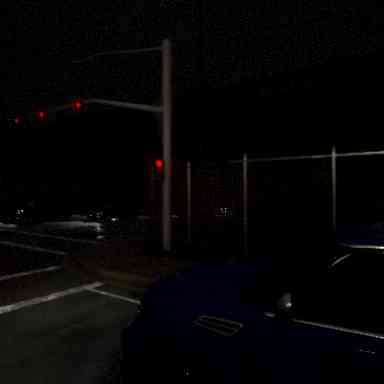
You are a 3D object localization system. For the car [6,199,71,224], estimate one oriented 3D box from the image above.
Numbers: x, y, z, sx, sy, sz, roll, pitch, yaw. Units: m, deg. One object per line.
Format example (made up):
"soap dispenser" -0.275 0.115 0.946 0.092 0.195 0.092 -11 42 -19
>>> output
"car" -11.972 1.442 26.132 2.097 1.767 4.553 0 0 37

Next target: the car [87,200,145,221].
"car" -6.456 1.589 27.731 1.837 1.490 4.892 0 0 35

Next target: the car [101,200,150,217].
"car" -6.624 1.594 33.538 1.837 1.490 4.892 0 0 36

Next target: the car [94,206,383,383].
"car" 1.927 1.221 2.617 5.566 2.045 2.150 0 0 36
